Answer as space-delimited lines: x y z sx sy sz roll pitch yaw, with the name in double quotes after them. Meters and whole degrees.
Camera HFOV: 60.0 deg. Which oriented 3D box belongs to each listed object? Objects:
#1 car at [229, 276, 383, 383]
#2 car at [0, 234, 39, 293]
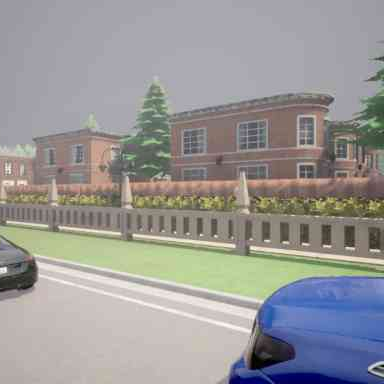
2.959 1.221 1.880 5.566 2.045 2.150 0 0 36 "car"
-5.506 1.564 7.877 4.181 1.385 1.994 0 0 36 "car"
